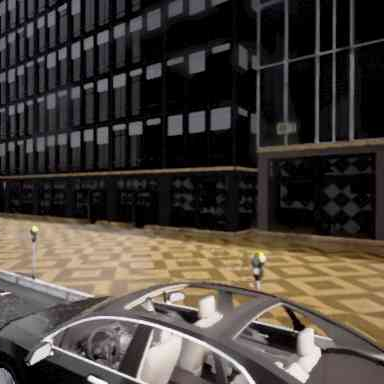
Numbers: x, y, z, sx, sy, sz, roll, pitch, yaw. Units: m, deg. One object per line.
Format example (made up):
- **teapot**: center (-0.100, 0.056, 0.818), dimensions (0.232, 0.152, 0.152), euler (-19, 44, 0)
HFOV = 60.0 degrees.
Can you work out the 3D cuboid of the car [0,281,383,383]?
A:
- **car**: center (-0.198, 1.545, 3.014), dimensions (4.403, 1.369, 2.008), euler (0, 0, 36)
